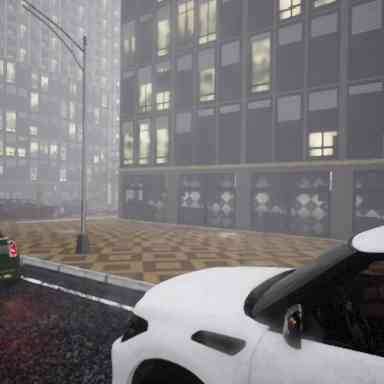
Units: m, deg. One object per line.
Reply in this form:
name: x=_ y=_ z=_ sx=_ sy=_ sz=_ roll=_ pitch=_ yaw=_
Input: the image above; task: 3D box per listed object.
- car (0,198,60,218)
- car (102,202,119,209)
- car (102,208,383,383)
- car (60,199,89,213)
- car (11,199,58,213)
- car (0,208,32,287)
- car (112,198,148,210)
car: x=-15.139 y=1.505 z=30.177 sx=2.192 sy=1.841 sz=5.009 roll=1 pitch=0 yaw=36
car: x=-8.357 y=1.816 z=39.400 sx=1.752 sy=1.417 sz=4.829 roll=1 pitch=0 yaw=36
car: x=1.900 y=1.222 z=2.326 sx=5.566 sy=2.045 sz=2.150 roll=0 pitch=0 yaw=36
car: x=-14.870 y=1.672 z=40.300 sx=1.837 sy=1.490 sz=4.892 roll=1 pitch=0 yaw=37
car: x=-18.652 y=1.624 z=39.547 sx=1.752 sy=1.417 sz=4.829 roll=1 pitch=0 yaw=36
car: x=-6.176 y=1.343 z=8.062 sx=4.553 sy=1.767 sz=2.097 roll=0 pitch=0 yaw=35
car: x=-8.938 y=1.746 z=48.354 sx=2.128 sy=1.511 sz=4.902 roll=1 pitch=0 yaw=36
